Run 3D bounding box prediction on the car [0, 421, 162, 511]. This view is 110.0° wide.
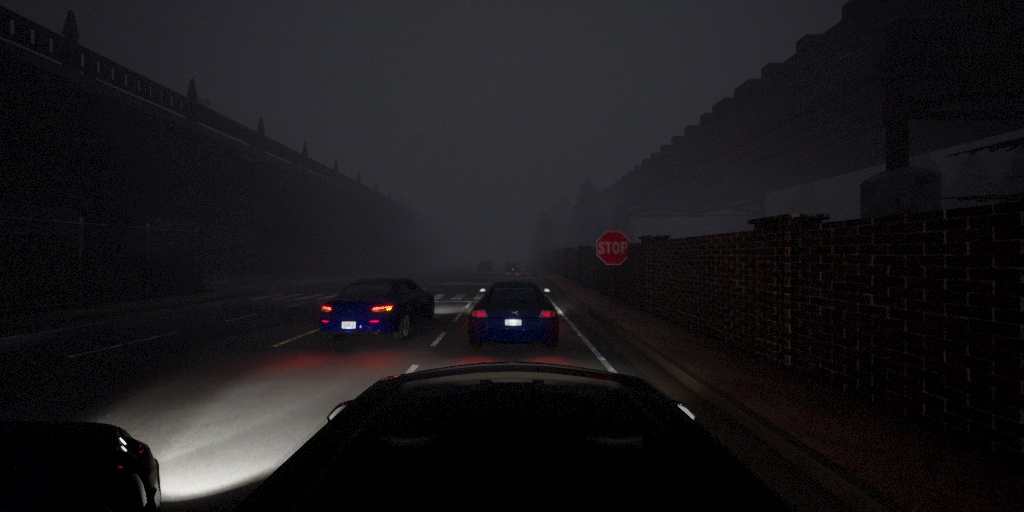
[{"bbox_3d":[-3.398,1.314,0.690,1.994,1.385,4.181,0,0,0],"label":"car"}]

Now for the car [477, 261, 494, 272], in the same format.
[{"bbox_3d":[-3.399,1.297,45.914,2.033,1.411,5.357,0,0,-1],"label":"car"}]

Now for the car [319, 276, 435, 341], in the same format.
[{"bbox_3d":[-3.413,1.276,9.786,1.812,1.442,4.674,0,0,0],"label":"car"}]

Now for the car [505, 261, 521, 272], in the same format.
[{"bbox_3d":[0.096,1.351,46.082,1.895,1.301,4.718,0,0,-1],"label":"car"}]

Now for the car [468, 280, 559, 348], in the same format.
[{"bbox_3d":[0.069,1.314,9.263,1.994,1.385,4.181,0,0,1],"label":"car"}]
